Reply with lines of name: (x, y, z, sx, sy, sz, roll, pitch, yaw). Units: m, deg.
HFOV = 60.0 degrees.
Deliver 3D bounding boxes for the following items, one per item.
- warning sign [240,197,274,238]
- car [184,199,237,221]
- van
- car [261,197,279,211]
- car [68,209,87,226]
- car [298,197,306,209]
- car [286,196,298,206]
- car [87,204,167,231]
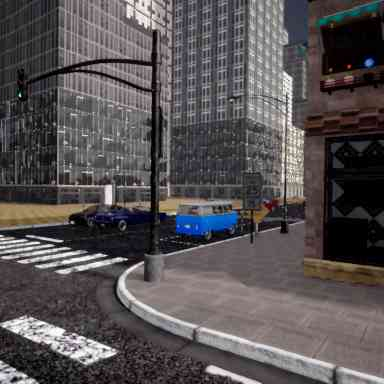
warning sign: (3.150, 1.177, 16.112, 1.300, 1.860, 1.060, 1, 1, 36)
car: (1.647, 1.414, 28.070, 2.128, 1.511, 4.902, 1, 1, 35)
van: (0.870, 1.368, 17.009, 1.690, 1.788, 3.998, 1, 1, 36)
car: (7.507, 1.506, 36.272, 1.895, 1.301, 4.718, 1, 1, 36)
car: (-5.954, 1.467, 21.880, 1.947, 1.339, 4.313, 1, 1, 36)
car: (15.609, 1.416, 42.227, 1.882, 1.535, 5.008, 1, 1, 36)
car: (16.443, 1.364, 53.266, 1.752, 1.417, 4.829, 1, 1, 36)
car: (-3.744, 1.541, 20.520, 1.895, 1.301, 4.718, 1, 1, 36)
